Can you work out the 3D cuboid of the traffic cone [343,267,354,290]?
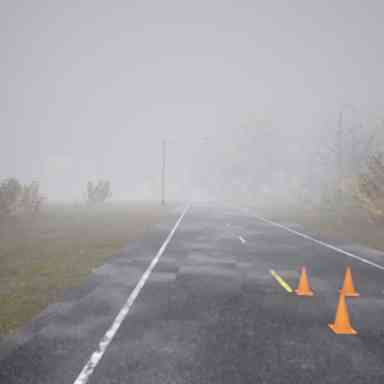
[{"bbox_3d":[3.526,1.994,7.500,0.340,0.580,0.340,1,0,1],"label":"traffic cone"}]

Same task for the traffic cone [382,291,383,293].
[{"bbox_3d":[4.526,2.006,7.482,0.340,0.580,0.340,1,0,1],"label":"traffic cone"}]

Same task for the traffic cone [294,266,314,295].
[{"bbox_3d":[2.527,1.982,7.518,0.340,0.580,0.340,1,0,1],"label":"traffic cone"}]

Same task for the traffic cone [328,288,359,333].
[{"bbox_3d":[2.491,1.983,5.518,0.340,0.580,0.340,1,0,1],"label":"traffic cone"}]
